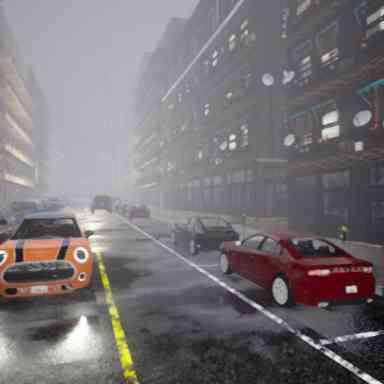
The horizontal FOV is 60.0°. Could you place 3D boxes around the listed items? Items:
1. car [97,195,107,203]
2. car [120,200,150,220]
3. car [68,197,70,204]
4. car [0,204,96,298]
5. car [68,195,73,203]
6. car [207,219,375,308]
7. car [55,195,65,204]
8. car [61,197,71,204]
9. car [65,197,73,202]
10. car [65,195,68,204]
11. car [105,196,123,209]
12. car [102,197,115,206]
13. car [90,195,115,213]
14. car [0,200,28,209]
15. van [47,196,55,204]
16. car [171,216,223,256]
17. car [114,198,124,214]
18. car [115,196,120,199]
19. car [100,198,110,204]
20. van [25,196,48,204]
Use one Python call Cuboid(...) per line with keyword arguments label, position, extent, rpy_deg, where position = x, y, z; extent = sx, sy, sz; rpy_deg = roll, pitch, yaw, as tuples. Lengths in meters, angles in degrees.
Cuboid(label="car", position=(-22.149, 1.700, 81.531), extent=(2.192, 1.841, 5.009), rpy_deg=(2, -1, -18))
Cuboid(label="car", position=(-4.800, 1.655, 29.010), extent=(1.887, 1.381, 4.507), rpy_deg=(2, -1, -18))
Cuboid(label="car", position=(-20.963, 1.738, 52.862), extent=(1.947, 1.339, 4.313), rpy_deg=(2, -1, -18))
Cuboid(label="car", position=(-3.751, 1.369, 8.800), extent=(2.097, 1.767, 4.553), rpy_deg=(0, 0, -18))
Cuboid(label="car", position=(-26.152, 1.577, 68.620), extent=(2.192, 1.841, 5.009), rpy_deg=(2, -1, -18))
Cuboid(label="car", position=(2.128, 1.592, 7.999), extent=(1.887, 1.381, 4.507), rpy_deg=(2, -1, -18))
Cuboid(label="car", position=(-15.760, 1.414, 37.108), extent=(2.192, 1.841, 5.009), rpy_deg=(2, -1, -18))
Cuboid(label="car", position=(-27.891, 1.841, 73.870), extent=(1.887, 1.381, 4.507), rpy_deg=(2, -1, -18))
Cuboid(label="car", position=(-33.089, 1.992, 89.628), extent=(1.802, 1.307, 4.206), rpy_deg=(2, -1, -18))
Cuboid(label="car", position=(-17.492, 1.437, 42.360), extent=(2.192, 1.841, 5.009), rpy_deg=(2, -1, -18))
Cuboid(label="car", position=(-11.754, 1.514, 50.012), extent=(2.192, 1.841, 5.009), rpy_deg=(2, -1, -18))
Cuboid(label="car", position=(-15.223, 1.694, 60.517), extent=(1.967, 1.590, 4.097), rpy_deg=(2, -1, -18))
Cuboid(label="car", position=(-10.520, 1.354, 38.430), extent=(2.150, 2.045, 5.566), rpy_deg=(0, -1, -18))
Cuboid(label="car", position=(-7.100, 1.322, 10.848), extent=(2.192, 1.841, 5.009), rpy_deg=(2, -1, -18))
Cuboid(label="van", position=(-12.297, 1.398, 26.603), extent=(1.690, 1.788, 3.998), rpy_deg=(2, -1, -18))
Cuboid(label="car", position=(0.396, 1.611, 13.252), extent=(2.008, 1.369, 4.403), rpy_deg=(2, -1, -18))
Cuboid(label="car", position=(-6.531, 1.675, 34.261), extent=(1.887, 1.381, 4.507), rpy_deg=(2, -1, -18))
Cuboid(label="car", position=(-8.254, 1.593, 39.519), extent=(1.967, 1.590, 4.097), rpy_deg=(2, -1, -18))
Cuboid(label="car", position=(-18.690, 1.897, 71.021), extent=(1.802, 1.307, 4.206), rpy_deg=(2, -1, -18))
Cuboid(label="van", position=(-10.564, 1.379, 21.350), extent=(1.690, 1.788, 3.998), rpy_deg=(2, -1, -18))
